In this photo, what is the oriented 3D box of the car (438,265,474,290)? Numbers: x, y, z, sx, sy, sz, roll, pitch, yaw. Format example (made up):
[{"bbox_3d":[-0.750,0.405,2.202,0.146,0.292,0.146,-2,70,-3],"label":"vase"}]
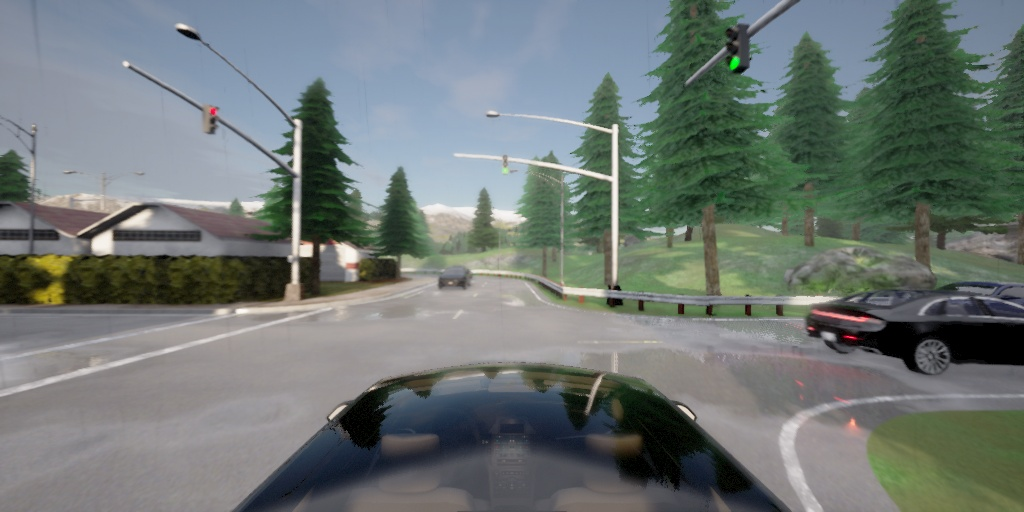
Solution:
[{"bbox_3d":[-4.044,1.513,25.793,1.882,1.535,5.008,0,-1,-1],"label":"car"}]

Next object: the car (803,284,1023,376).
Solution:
[{"bbox_3d":[8.712,1.437,7.185,4.902,1.511,2.128,1,-1,-1],"label":"car"}]

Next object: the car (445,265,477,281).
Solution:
[{"bbox_3d":[-5.271,1.657,36.426,2.128,1.511,4.902,1,-1,-22],"label":"car"}]

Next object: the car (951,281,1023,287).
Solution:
[{"bbox_3d":[14.335,1.500,10.905,4.674,1.442,1.812,0,-1,-2],"label":"car"}]
